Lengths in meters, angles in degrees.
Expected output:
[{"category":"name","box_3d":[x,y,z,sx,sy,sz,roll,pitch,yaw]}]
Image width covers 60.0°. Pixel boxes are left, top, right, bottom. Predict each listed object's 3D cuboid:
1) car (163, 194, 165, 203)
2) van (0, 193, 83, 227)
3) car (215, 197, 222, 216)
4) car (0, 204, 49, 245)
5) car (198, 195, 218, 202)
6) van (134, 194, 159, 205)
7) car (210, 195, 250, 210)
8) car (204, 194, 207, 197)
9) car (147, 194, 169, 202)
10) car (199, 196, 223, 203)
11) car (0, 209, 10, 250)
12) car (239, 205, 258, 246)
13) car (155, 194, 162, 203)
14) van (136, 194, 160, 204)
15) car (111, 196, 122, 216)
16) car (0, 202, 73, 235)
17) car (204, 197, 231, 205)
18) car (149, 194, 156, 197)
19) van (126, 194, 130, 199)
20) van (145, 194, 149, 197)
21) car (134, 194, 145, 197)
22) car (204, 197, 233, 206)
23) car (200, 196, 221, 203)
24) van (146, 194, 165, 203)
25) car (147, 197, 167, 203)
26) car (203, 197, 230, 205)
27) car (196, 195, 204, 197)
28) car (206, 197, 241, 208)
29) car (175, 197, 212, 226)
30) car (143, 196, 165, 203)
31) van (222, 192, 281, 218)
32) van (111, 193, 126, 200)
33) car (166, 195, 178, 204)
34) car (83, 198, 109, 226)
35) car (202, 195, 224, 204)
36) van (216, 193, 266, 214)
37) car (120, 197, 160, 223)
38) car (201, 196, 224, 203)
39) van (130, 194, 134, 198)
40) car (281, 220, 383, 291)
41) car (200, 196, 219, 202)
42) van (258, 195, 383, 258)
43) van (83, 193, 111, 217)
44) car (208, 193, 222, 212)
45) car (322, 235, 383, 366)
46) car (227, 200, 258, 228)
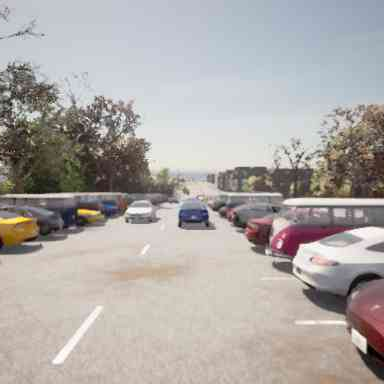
[{"category":"car","box_3d":[-8.571,1.648,68.111,5.008,1.535,2.097,0,-1,0]},{"category":"van","box_3d":[-8.664,1.126,18.268,4.442,1.987,1.878,0,0,0]},{"category":"car","box_3d":[4.500,1.325,26.434,4.792,1.488,2.163,0,0,0]},{"category":"car","box_3d":[-8.540,1.390,12.729,5.008,1.535,2.097,0,0,0]},{"category":"car","box_3d":[4.476,1.783,93.026,5.566,2.045,2.435,0,-1,0]},{"category":"van","box_3d":[-8.447,1.372,62.573,4.442,1.987,1.878,0,-1,0]},{"category":"car","box_3d":[4.556,1.268,40.290,4.553,1.767,2.185,0,-1,0]},{"category":"car","box_3d":[4.708,1.441,45.841,5.366,1.575,1.946,0,-1,0]},{"category":"car","box_3d":[-8.601,1.634,84.725,5.566,2.045,2.435,0,-1,0]},{"category":"car","box_3d":[4.325,1.742,76.369,5.366,1.575,1.946,0,-1,0]},{"category":"car","box_3d":[-8.539,1.410,9.833,5.008,1.535,2.097,0,0,0]},{"category":"car","box_3d":[4.530,1.391,12.547,5.008,1.535,2.097,0,0,0]},{"category":"car","box_3d":[-8.534,1.295,57.034,5.566,2.045,2.435,0,-1,0]},{"category":"van","box_3d":[-8.681,1.397,65.343,4.442,1.987,1.878,0,-1,0]},{"category":"car","box_3d":[-8.555,1.294,26.579,5.008,1.535,2.097,0,0,0]},{"category":"car","box_3d":[-8.540,1.372,15.499,4.892,1.521,2.231,0,0,0]},{"category":"car","box_3d":[4.546,1.601,59.721,4.792,1.488,2.163,0,-1,0]},{"category":"car","box_3d":[-8.554,1.496,51.490,5.008,1.535,2.097,0,-1,0]},{"category":"van","box_3d":[-8.669,1.092,32.102,4.442,1.987,1.878,0,-1,0]},{"category":"van","box_3d":[-8.674,1.218,45.827,4.442,1.987,1.878,0,-1,0]},{"category":"car","box_3d":[-8.526,1.117,37.517,5.566,2.045,2.435,0,-1,0]},{"category":"car","box_3d":[4.547,1.575,56.945,4.792,1.488,2.163,0,-1,0]},{"category":"car","box_3d":[4.693,1.882,84.694,5.366,1.575,1.946,0,-1,0]},{"category":"van","box_3d":[-8.687,1.561,79.062,4.442,1.987,1.878,0,-1,0]},{"category":"car","box_3d":[-8.543,1.866,81.951,4.792,1.488,2.163,0,-1,0]},{"category":"car","box_3d":[4.545,1.626,62.497,4.792,1.488,2.163,0,-1,0]},{"category":"car","box_3d":[0.085,1.377,38.822,1.882,1.535,5.008,0,-1,0]},{"category":"car","box_3d":[4.527,1.470,48.617,4.892,1.521,2.231,0,-1,0]},{"category":"car","box_3d":[0.092,1.324,21.913,1.882,1.535,5.008,0,0,0]},{"category":"car","box_3d":[-8.598,1.773,76.287,4.792,1.488,2.163,0,-1,0]},{"category":"van","box_3d":[4.647,1.089,23.650,4.442,1.987,1.878,0,0,0]},{"category":"van","box_3d":[-8.435,1.066,29.199,4.442,1.987,1.878,0,0,0]},{"category":"car","box_3d":[-3.538,1.704,65.660,1.994,1.385,4.181,0,0,0]},{"category":"car","box_3d":[-8.364,1.330,21.041,5.366,1.575,1.946,0,0,0]},{"category":"car","box_3d":[4.482,1.550,70.824,4.553,1.767,2.185,0,-1,0]},{"category":"van","box_3d":[4.644,1.091,31.962,4.442,1.987,1.878,0,-1,0]},{"category":"car","box_3d":[-3.607,1.357,23.981,1.812,1.442,4.674,0,0,0]},{"category":"car","box_3d":[4.518,1.708,73.602,4.892,1.521,2.231,0,-1,0]},{"category":"van","box_3d":[-8.670,1.117,34.747,4.442,1.987,1.878,0,-1,0]},{"category":"car","box_3d":[4.534,1.470,6.995,4.674,1.452,2.002,0,0,0]},{"category":"car","box_3d":[4.500,1.936,87.469,4.892,1.521,2.231,0,-1,0]},{"category":"van","box_3d":[4.419,1.185,9.769,4.442,1.987,1.878,0,0,0]},{"category":"van","box_3d":[-8.432,1.088,23.807,4.442,1.987,1.878,0,0,0]},{"category":"car","box_3d":[4.500,1.040,29.186,5.566,2.045,2.435,0,-1,0]},{"category":"car","box_3d":[4.509,1.479,4.219,4.792,1.488,2.163,0,0,0]},{"category":"car","box_3d":[4.563,1.383,18.098,4.792,1.488,2.163,0,0,0]}]
